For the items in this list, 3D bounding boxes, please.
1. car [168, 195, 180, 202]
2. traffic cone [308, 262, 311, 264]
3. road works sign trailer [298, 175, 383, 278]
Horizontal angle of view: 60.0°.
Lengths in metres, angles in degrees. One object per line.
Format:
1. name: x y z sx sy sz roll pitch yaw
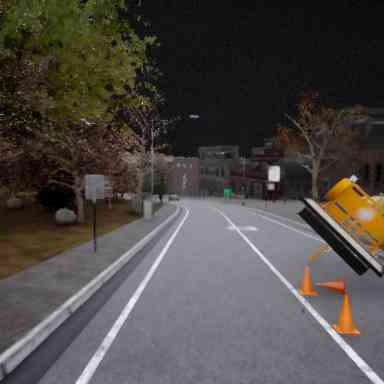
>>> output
1. car: -3.864 1.342 72.169 1.837 1.490 4.892 -1 0 -15
2. traffic cone: 2.600 1.976 7.497 0.340 0.580 0.340 1 0 2
3. road works sign trailer: 3.953 1.177 8.956 2.380 2.880 3.560 49 21 22
